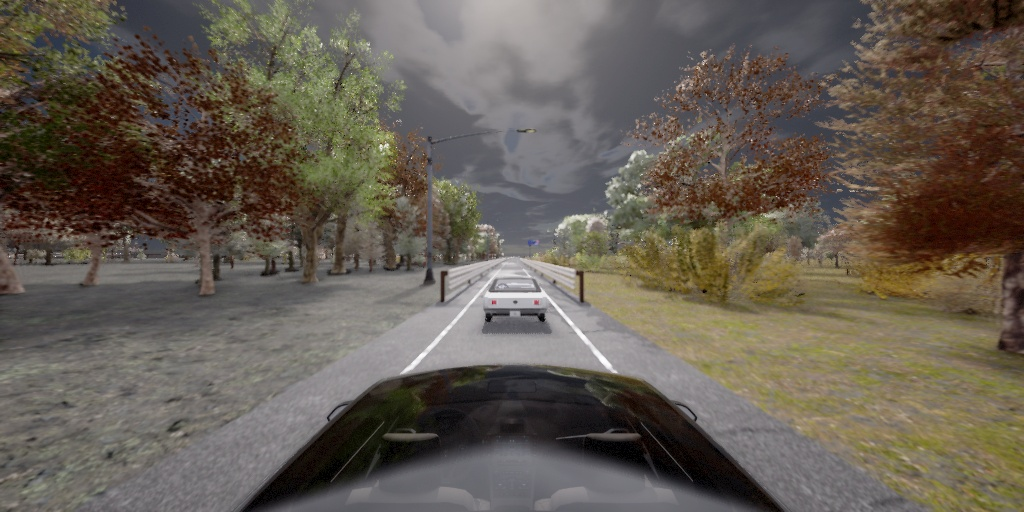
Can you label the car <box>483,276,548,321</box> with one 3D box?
[{"bbox_3d":[0.095,1.350,12.422,1.895,1.301,4.718,0,0,0],"label":"car"}]
